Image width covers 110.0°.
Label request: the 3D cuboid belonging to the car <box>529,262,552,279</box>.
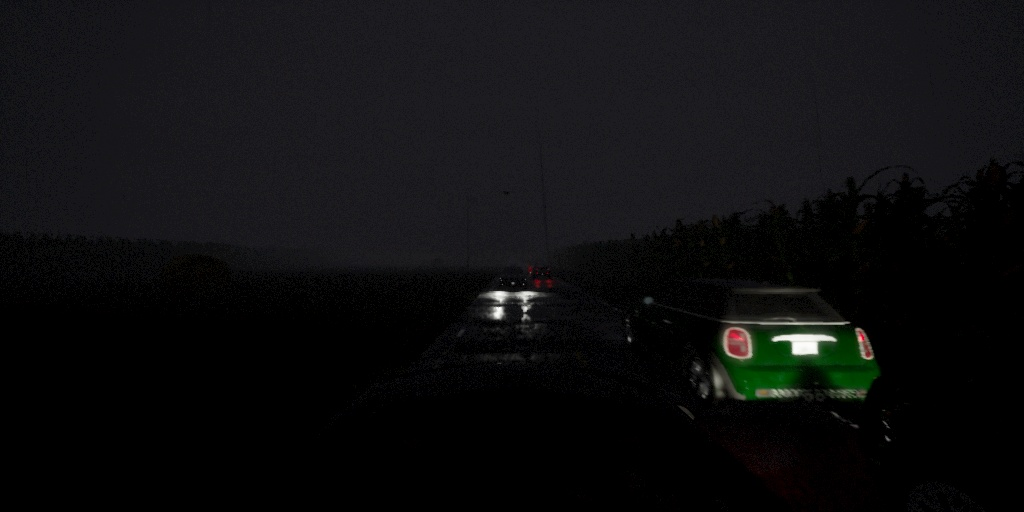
[{"bbox_3d":[2.925,1.529,36.412,2.128,1.511,4.902,0,-1,1],"label":"car"}]

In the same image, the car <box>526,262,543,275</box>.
[{"bbox_3d":[2.895,1.586,46.797,1.882,1.535,5.008,0,0,0],"label":"car"}]

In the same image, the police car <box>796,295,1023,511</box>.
[{"bbox_3d":[3.562,1.183,0.640,1.930,1.638,5.238,0,0,0],"label":"police car"}]

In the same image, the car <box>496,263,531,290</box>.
[{"bbox_3d":[0.062,1.440,24.252,1.837,1.490,4.892,0,0,0],"label":"car"}]

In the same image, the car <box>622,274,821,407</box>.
[{"bbox_3d":[3.580,1.158,6.500,2.097,1.767,4.553,0,0,0],"label":"car"}]
